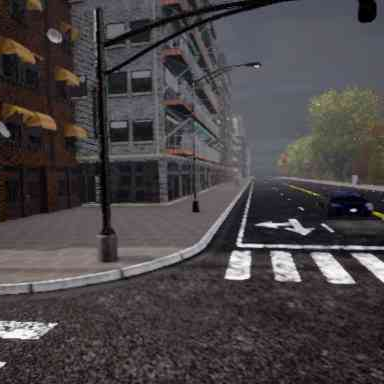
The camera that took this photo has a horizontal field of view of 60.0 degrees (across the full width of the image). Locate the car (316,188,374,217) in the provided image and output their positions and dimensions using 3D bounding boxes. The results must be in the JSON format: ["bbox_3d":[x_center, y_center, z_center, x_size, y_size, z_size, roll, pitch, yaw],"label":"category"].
[{"bbox_3d":[7.631,0.503,16.949,1.994,1.385,4.181,-1,3,11],"label":"car"}]
